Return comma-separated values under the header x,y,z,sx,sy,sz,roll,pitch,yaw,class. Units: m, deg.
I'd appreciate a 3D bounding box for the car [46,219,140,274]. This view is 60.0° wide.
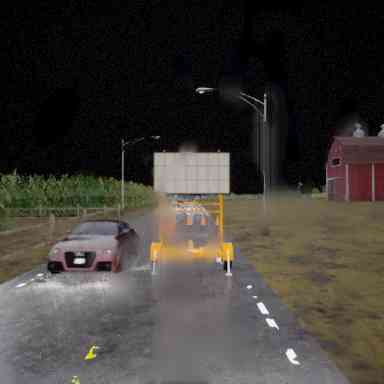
x,y,z,sx,sy,sz,roll,pitch,yaw,class
-2.864,1.577,10.482,1.994,1.385,4.181,0,0,0,car

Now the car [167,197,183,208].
x,y,z,sx,sy,sz,roll,pitch,yaw,class
-2.920,1.672,53.201,2.128,1.511,4.902,0,-1,0,car

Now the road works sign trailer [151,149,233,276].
x,y,z,sx,sy,sz,roll,pitch,yaw,class
-0.009,0.477,10.395,2.380,3.560,2.880,0,0,0,road works sign trailer
